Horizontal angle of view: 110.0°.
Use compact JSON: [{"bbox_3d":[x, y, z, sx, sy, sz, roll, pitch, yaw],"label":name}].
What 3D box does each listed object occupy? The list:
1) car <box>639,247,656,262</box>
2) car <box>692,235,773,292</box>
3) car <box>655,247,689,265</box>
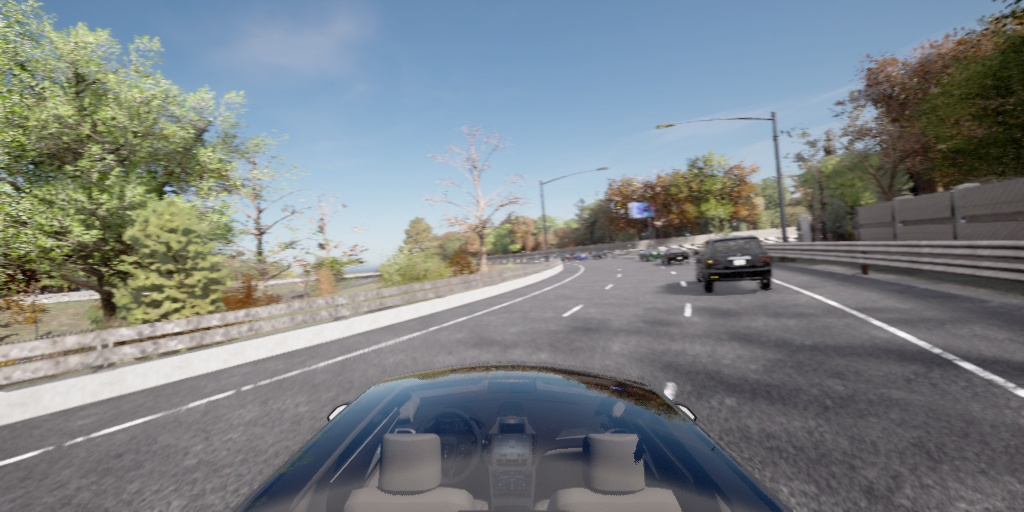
[{"bbox_3d":[17.405,-0.296,45.104,2.097,1.767,4.553,-5,0,8],"label":"car"},{"bbox_3d":[8.939,0.230,14.884,2.150,2.045,5.566,-5,0,23],"label":"car"},{"bbox_3d":[15.398,-0.004,34.199,1.882,1.535,5.008,-5,0,13],"label":"car"}]
